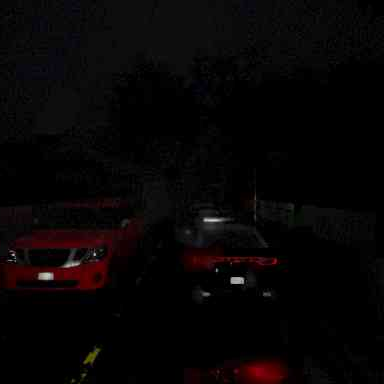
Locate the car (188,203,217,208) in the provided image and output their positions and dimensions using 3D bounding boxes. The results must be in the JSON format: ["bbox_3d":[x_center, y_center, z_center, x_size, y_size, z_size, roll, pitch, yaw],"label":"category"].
[{"bbox_3d":[0.862,1.543,18.618,1.812,1.442,4.674,0,0,0],"label":"car"}]

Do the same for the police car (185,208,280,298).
[{"bbox_3d":[0.841,1.432,8.723,1.930,1.638,5.238,0,0,0],"label":"police car"}]

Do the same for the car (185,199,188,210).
[{"bbox_3d":[0.109,1.666,45.417,1.994,1.385,4.181,0,0,2],"label":"car"}]

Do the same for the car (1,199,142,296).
[{"bbox_3d":[-2.736,1.228,9.005,2.150,2.045,5.566,0,0,0],"label":"car"}]

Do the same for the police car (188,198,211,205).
[{"bbox_3d":[0.875,1.453,24.731,1.930,1.638,5.238,0,0,0],"label":"police car"}]

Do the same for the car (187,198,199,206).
[{"bbox_3d":[0.122,1.729,58.975,1.994,1.385,4.181,0,0,0],"label":"car"}]
